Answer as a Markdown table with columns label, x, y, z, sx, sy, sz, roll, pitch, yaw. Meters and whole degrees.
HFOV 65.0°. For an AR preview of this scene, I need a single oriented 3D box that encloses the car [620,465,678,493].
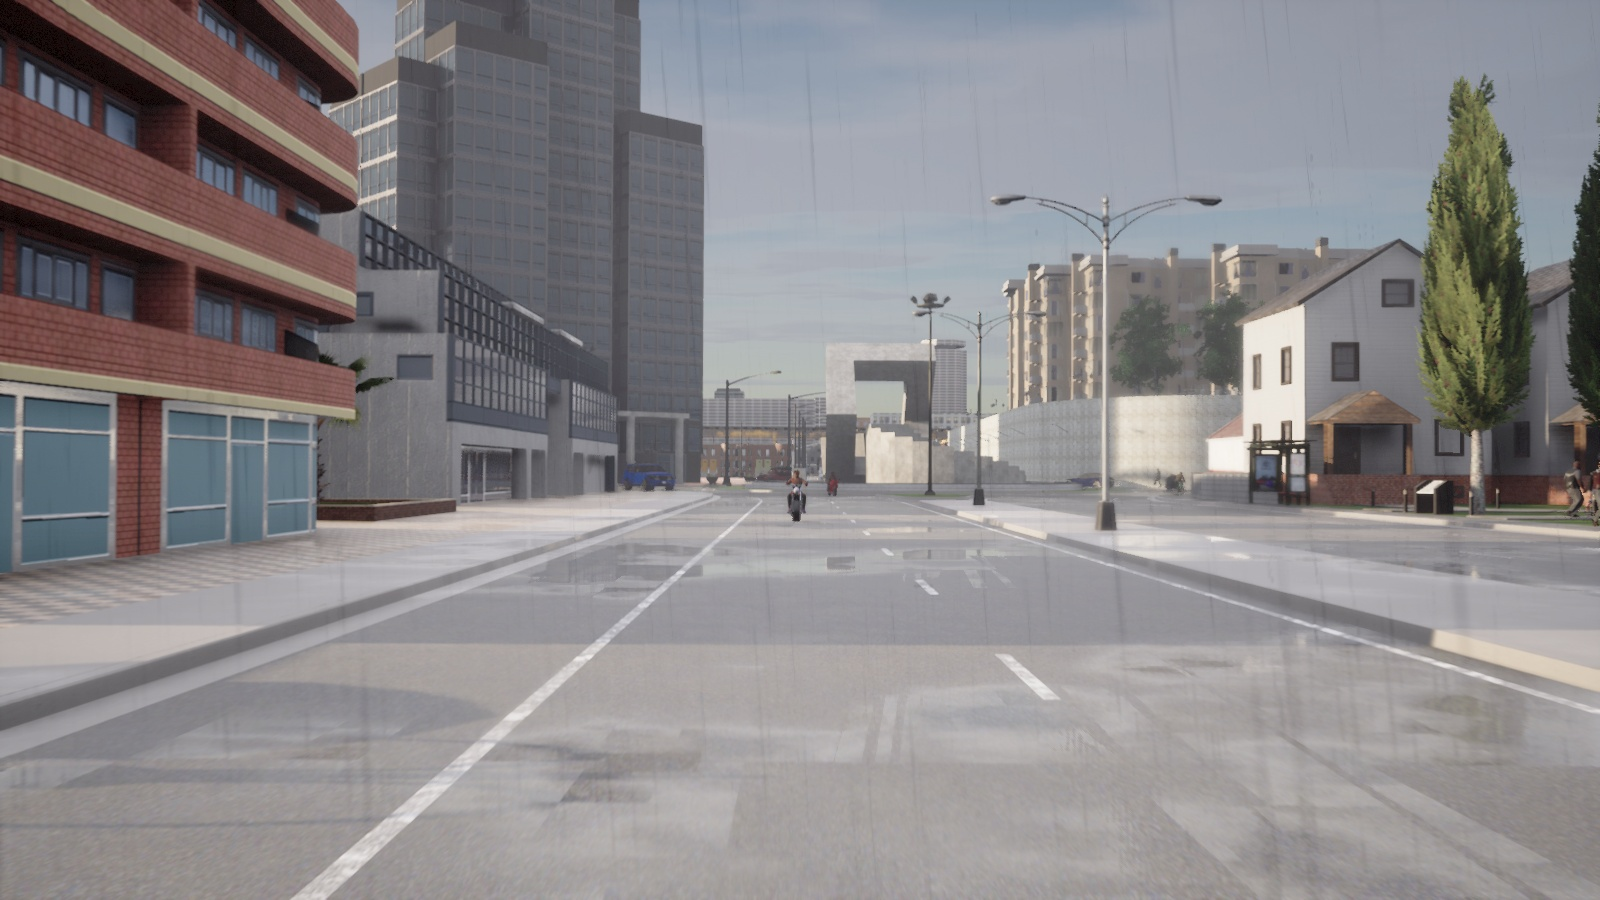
| label | x | y | z | sx | sy | sz | roll | pitch | yaw |
| --- | --- | --- | --- | --- | --- | --- | --- | --- | --- |
| car | -11.145 | 2.114 | 92.464 | 2.150 | 2.045 | 5.566 | 0 | -1 | -31 |

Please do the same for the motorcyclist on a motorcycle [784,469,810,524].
| label | x | y | z | sx | sy | sz | roll | pitch | yaw |
| --- | --- | --- | --- | --- | --- | --- | --- | --- | --- |
| motorcyclist on a motorcycle | -0.095 | 1.417 | 39.105 | 0.766 | 1.649 | 2.350 | 0 | -1 | 0 |

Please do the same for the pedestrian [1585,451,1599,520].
| label | x | y | z | sx | sy | sz | roll | pitch | yaw |
| --- | --- | --- | --- | --- | --- | --- | --- | --- | --- |
| pedestrian | 21.461 | 0.948 | 33.714 | 0.376 | 1.854 | 0.720 | 0 | -1 | 9 |

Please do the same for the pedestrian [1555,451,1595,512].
| label | x | y | z | sx | sy | sz | roll | pitch | yaw |
| --- | --- | --- | --- | --- | --- | --- | --- | --- | --- |
| pedestrian | 24.082 | 0.985 | 39.032 | 0.849 | 1.883 | 0.563 | 0 | -1 | -1 |
